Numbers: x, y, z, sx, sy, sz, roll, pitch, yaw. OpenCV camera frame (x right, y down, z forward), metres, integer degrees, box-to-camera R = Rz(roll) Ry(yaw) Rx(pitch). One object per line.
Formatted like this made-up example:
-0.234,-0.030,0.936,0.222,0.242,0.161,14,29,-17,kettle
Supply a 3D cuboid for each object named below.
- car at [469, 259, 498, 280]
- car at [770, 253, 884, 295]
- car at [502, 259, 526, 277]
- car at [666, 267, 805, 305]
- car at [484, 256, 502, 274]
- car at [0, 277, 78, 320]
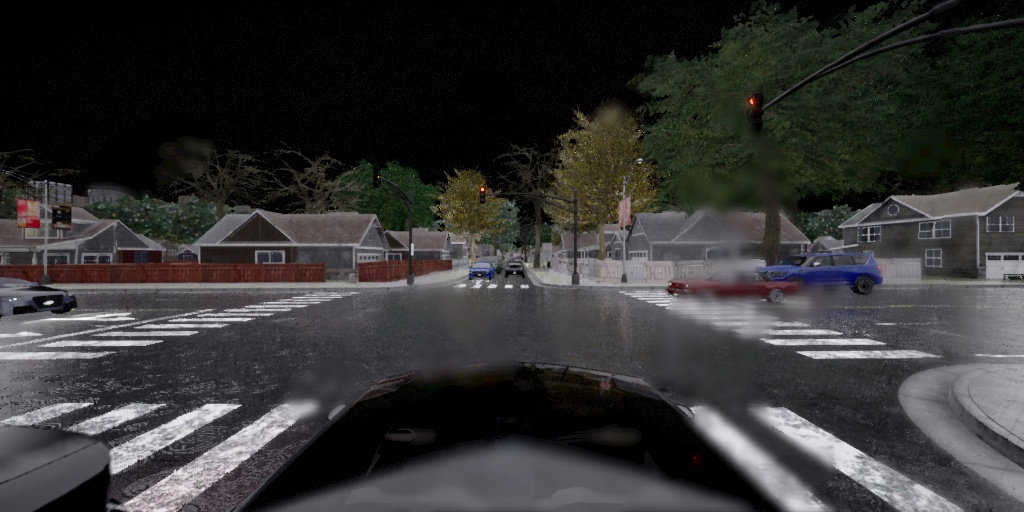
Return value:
-2.589,1.241,31.401,1.882,1.535,5.008,0,0,1,car
15.471,0.864,18.312,5.566,2.045,2.150,-1,0,1,car
0.312,1.271,35.029,1.837,1.490,4.892,0,0,1,car
9.049,1.285,14.962,4.718,1.301,1.895,0,0,-3,car
-2.394,0.993,41.637,2.150,2.045,5.566,0,0,1,car
-17.596,1.410,12.128,4.181,1.385,1.994,0,0,1,car
